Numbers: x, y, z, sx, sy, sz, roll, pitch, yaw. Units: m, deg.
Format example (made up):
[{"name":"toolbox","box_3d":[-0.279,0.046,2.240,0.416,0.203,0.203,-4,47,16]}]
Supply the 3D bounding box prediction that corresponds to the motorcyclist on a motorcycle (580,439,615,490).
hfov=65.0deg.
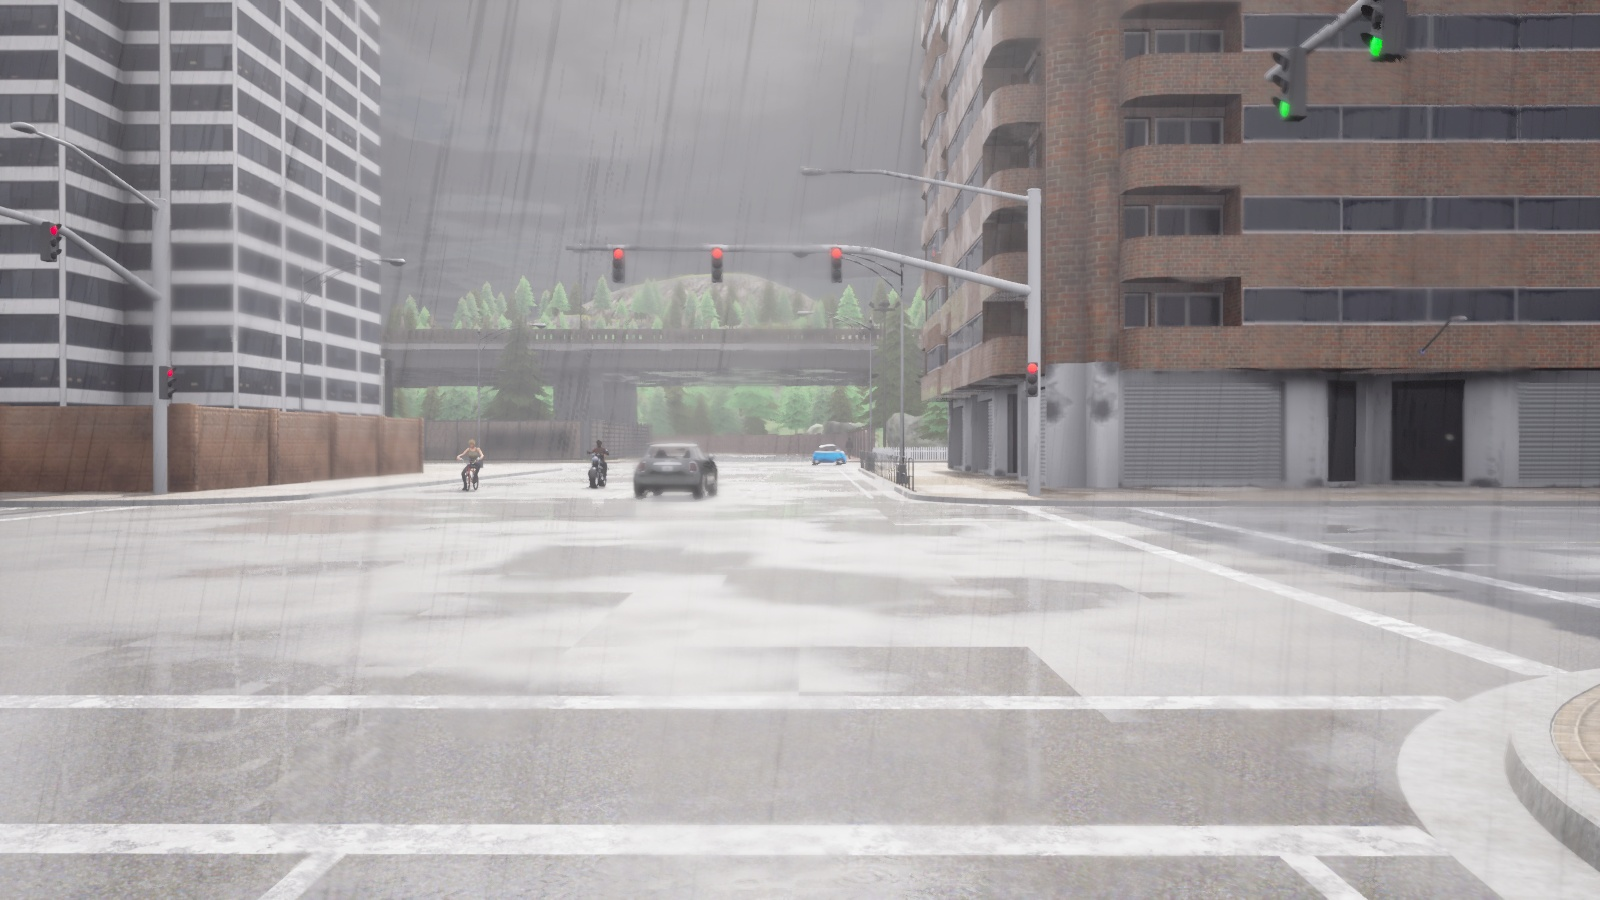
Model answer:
[{"name":"motorcyclist on a motorcycle","box_3d":[-6.752,0.454,42.021,0.766,1.649,2.350,0,0,0]}]

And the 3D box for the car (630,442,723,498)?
[{"name":"car","box_3d":[-3.359,0.513,34.843,1.970,1.475,3.806,0,0,4]}]

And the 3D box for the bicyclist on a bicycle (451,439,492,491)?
[{"name":"bicyclist on a bicycle","box_3d":[-10.263,0.453,39.234,0.866,1.612,1.509,0,0,1]}]

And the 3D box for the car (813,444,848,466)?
[{"name":"car","box_3d":[1.974,0.322,80.613,2.207,1.376,1.481,0,1,0]}]
